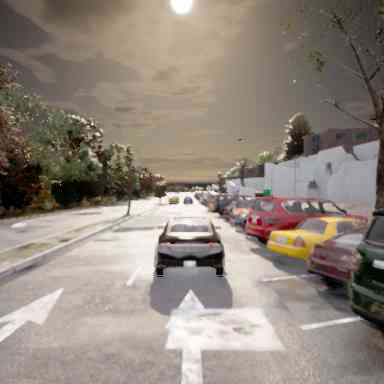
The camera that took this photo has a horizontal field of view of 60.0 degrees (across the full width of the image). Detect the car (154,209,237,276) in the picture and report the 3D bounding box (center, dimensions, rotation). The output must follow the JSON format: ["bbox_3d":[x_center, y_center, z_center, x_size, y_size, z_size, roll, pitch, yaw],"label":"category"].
[{"bbox_3d":[-0.076,1.506,10.368,2.128,1.511,4.902,0,0,-1],"label":"car"}]

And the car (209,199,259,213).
[{"bbox_3d":[4.825,1.598,38.222,5.366,1.575,1.946,1,-1,-21],"label":"car"}]

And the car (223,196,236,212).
[{"bbox_3d":[4.877,1.399,23.159,4.553,1.767,2.185,1,0,-21],"label":"car"}]

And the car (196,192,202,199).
[{"bbox_3d":[4.298,1.568,68.180,5.566,2.045,2.435,1,0,-21],"label":"car"}]

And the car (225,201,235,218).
[{"bbox_3d":[4.889,1.518,20.148,4.892,1.521,2.231,1,0,-21],"label":"car"}]

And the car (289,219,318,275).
[{"bbox_3d":[5.017,1.537,8.144,4.674,1.452,2.002,1,0,-21],"label":"car"}]

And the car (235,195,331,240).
[{"bbox_3d":[4.986,1.255,14.161,5.566,2.045,2.435,1,0,-21],"label":"car"}]

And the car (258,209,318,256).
[{"bbox_3d":[5.165,1.501,11.213,5.366,1.575,1.946,1,0,-21],"label":"car"}]

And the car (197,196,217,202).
[{"bbox_3d":[3.976,1.785,89.175,4.792,1.488,2.163,1,1,-21],"label":"car"}]

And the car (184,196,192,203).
[{"bbox_3d":[-0.958,1.754,80.514,2.033,1.411,5.357,0,0,-1],"label":"car"}]

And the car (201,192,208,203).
[{"bbox_3d":[4.555,1.393,44.139,5.566,2.045,2.435,1,0,-21],"label":"car"}]

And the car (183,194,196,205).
[{"bbox_3d":[-0.830,1.691,70.482,2.097,1.767,4.553,0,0,-1],"label":"car"}]

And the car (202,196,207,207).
[{"bbox_3d":[4.441,1.614,41.083,5.366,1.575,1.946,1,0,-21],"label":"car"}]

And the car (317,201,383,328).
[{"bbox_3d":[5.078,1.242,5.148,5.566,2.045,2.435,1,0,-20],"label":"car"}]

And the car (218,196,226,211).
[{"bbox_3d":[4.776,1.407,26.143,4.553,1.767,2.185,1,-1,-21],"label":"car"}]

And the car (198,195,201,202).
[{"bbox_3d":[4.334,1.839,65.180,4.792,1.488,2.163,1,0,-21],"label":"car"}]

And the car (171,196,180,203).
[{"bbox_3d":[-3.963,1.756,80.839,1.837,1.490,4.892,0,0,-1],"label":"car"}]

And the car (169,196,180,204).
[{"bbox_3d":[-3.830,1.814,70.420,1.882,1.535,5.008,0,0,-1],"label":"car"}]

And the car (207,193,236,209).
[{"bbox_3d":[4.756,1.309,32.171,5.566,2.045,2.435,1,-1,-21],"label":"car"}]
